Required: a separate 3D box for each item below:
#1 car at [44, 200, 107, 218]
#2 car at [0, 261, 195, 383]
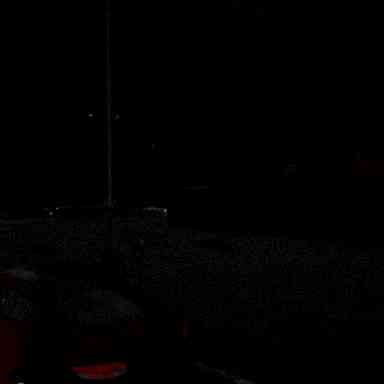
[{"bbox_3d":[-9.271,1.309,26.676,1.895,1.301,4.718,-1,0,36],"label":"car"},{"bbox_3d":[-1.910,1.555,4.196,4.206,1.307,1.802,0,-1,36],"label":"car"}]
